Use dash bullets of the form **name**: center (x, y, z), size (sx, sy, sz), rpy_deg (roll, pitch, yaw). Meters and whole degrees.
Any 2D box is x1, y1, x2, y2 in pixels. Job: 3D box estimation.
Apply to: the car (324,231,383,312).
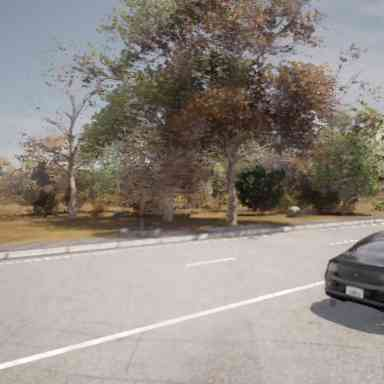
- **car**: center (4.669, 1.527, 6.966), size (4.674, 1.442, 1.812), rpy_deg (0, 0, -34)
